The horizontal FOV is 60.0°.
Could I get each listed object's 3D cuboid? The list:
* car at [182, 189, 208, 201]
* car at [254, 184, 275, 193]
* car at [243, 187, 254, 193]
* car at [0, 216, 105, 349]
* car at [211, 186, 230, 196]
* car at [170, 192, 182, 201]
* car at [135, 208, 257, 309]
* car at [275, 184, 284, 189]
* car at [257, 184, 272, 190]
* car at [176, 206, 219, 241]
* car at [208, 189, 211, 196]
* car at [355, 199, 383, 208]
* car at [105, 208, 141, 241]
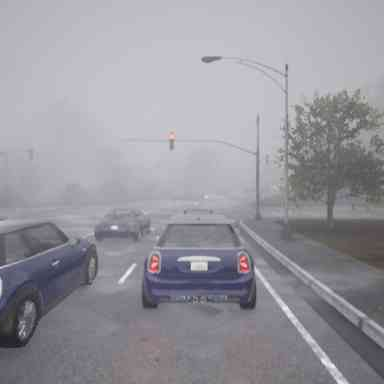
[{"bbox_3d":[0.624,0.582,61.516,2.150,2.045,5.566,0,2,20],"label":"car"},{"bbox_3d":[17.661,-0.576,80.960,2.128,1.511,4.902,0,4,33],"label":"car"},{"bbox_3d":[14.132,-0.520,81.896,1.812,1.442,4.674,0,4,33],"label":"car"},{"bbox_3d":[-3.373,1.302,6.347,2.097,1.767,4.553,0,0,0],"label":"car"},{"bbox_3d":[6.969,-0.261,76.261,2.150,2.045,5.566,0,4,26],"label":"car"},{"bbox_3d":[-2.576,0.849,62.945,1.837,1.490,4.892,0,2,20],"label":"car"},{"bbox_3d":[0.139,1.290,7.905,2.097,1.767,4.553,0,0,0],"label":"car"},{"bbox_3d":[23.400,-1.391,89.353,1.882,1.535,5.008,0,4,38],"label":"car"},{"bbox_3d":[19.800,-1.323,90.374,2.128,1.511,4.902,0,4,38],"label":"car"},{"bbox_3d":[0.325,1.482,16.938,1.895,1.301,4.718,0,0,2],"label":"car"},{"bbox_3d":[3.399,0.122,76.958,1.994,1.385,4.181,0,4,26],"label":"car"},{"bbox_3d":[21.348,1.105,38.138,4.892,1.490,1.837,-1,0,3],"label":"car"},{"bbox_3d":[-3.200,1.451,16.015,1.994,1.385,4.181,0,0,2],"label":"car"}]
